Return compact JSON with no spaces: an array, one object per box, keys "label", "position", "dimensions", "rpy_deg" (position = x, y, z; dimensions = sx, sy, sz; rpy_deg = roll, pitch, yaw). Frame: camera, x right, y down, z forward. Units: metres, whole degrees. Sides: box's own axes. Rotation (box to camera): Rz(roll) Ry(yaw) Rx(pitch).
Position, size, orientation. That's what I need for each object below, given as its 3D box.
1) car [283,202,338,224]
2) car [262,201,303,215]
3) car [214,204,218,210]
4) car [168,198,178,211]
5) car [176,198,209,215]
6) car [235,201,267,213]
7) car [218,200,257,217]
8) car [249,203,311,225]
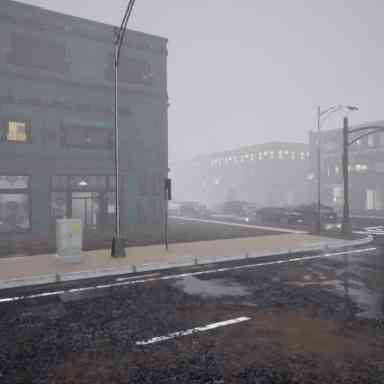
[{"label":"car","position":[9.705,1.776,27.233],"dimensions":[1.994,1.385,4.181],"rpy_deg":[-1,0,-29]},{"label":"car","position":[10.257,1.810,38.045],"dimensions":[2.008,1.369,4.403],"rpy_deg":[-1,0,-29]},{"label":"car","position":[4.831,1.966,47.693],"dimensions":[1.802,1.307,4.206],"rpy_deg":[-1,0,-29]},{"label":"car","position":[-1.779,2.005,47.691],"dimensions":[1.812,1.442,4.674],"rpy_deg":[-1,0,-29]},{"label":"car","position":[0.238,1.847,38.759],"dimensions":[1.967,1.590,4.097],"rpy_deg":[-1,0,-29]},{"label":"car","position":[7.544,1.904,42.869],"dimensions":[1.802,1.307,4.206],"rpy_deg":[-1,0,-29]},{"label":"car","position":[5.152,1.671,35.326],"dimensions":[2.097,1.767,4.553],"rpy_deg":[-1,0,-29]},{"label":"car","position":[6.938,1.814,26.605],"dimensions":[1.947,1.339,4.313],"rpy_deg":[-1,0,-29]}]
